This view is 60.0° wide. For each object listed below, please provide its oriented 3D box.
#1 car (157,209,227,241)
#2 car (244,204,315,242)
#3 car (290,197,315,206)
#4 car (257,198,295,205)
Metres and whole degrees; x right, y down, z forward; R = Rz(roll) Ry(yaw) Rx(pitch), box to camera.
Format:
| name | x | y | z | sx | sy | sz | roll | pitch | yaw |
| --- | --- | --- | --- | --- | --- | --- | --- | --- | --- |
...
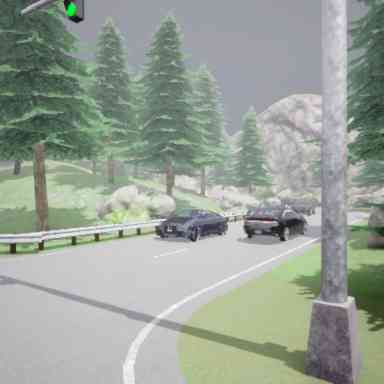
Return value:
| name | x | y | z | sx | sy | sz | roll | pitch | yaw |
| --- | --- | --- | --- | --- | --- | --- | --- | --- | --- |
| car | 0.111 | 1.576 | 16.863 | 1.994 | 1.385 | 4.181 | 0 | 0 | 34 |
| car | 4.283 | 1.560 | 16.566 | 2.128 | 1.511 | 4.902 | 0 | -1 | 34 |
| car | 11.294 | 1.517 | 33.638 | 1.837 | 1.490 | 4.892 | 0 | 0 | 27 |
| car | 5.734 | 1.504 | 25.066 | 2.128 | 1.511 | 4.902 | 0 | 0 | 35 |
